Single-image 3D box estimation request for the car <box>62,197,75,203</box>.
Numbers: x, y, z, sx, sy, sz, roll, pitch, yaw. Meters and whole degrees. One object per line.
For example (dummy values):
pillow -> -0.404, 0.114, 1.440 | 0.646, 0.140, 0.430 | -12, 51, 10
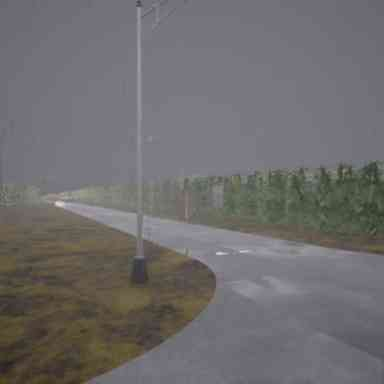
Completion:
car -> -30.889, 2.020, 84.188 | 1.882, 1.535, 5.008 | 1, -1, -27
